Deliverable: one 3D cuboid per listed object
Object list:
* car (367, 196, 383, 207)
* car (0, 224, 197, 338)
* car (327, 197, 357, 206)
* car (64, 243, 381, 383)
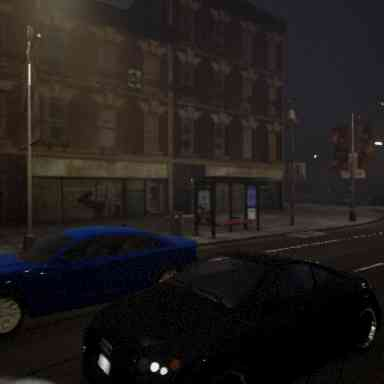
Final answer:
[{"bbox_3d":[26.720,1.269,47.115,1.812,1.442,4.674,0,0,-6],"label":"car"},{"bbox_3d":[-2.148,1.467,6.764,5.008,1.535,1.882,0,0,-36],"label":"car"},{"bbox_3d":[22.726,1.351,50.493,1.895,1.301,4.718,0,0,-11],"label":"car"},{"bbox_3d":[0.730,1.548,4.533,4.181,1.385,1.994,0,0,-36],"label":"car"}]
